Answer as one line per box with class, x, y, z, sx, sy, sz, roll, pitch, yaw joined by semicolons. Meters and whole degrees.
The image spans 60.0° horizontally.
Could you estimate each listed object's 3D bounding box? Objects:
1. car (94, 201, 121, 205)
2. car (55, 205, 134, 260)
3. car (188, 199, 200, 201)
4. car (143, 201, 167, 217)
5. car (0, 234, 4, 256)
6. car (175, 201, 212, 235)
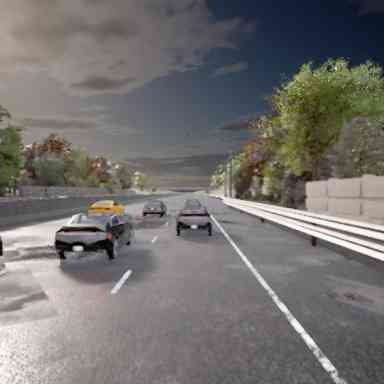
car;-6.890;1.430;27.092;1.882;1.535;5.008;0;0;0
car;-3.401;1.468;12.361;2.128;1.511;4.902;0;0;0
car;0.114;1.500;39.759;1.994;1.385;4.181;0;0;0
car;-3.388;1.494;30.793;2.033;1.411;5.357;0;0;0
car;-6.897;1.475;8.652;2.128;1.511;4.902;0;0;0
car;0.106;1.457;18.498;2.128;1.511;4.902;0;0;0
